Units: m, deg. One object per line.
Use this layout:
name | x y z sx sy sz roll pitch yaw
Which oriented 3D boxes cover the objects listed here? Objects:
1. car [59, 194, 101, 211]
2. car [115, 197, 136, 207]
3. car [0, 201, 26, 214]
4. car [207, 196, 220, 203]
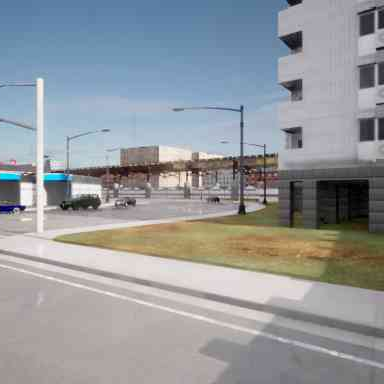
car | -14.044 1.234 42.216 2.150 2.045 5.566 0 0 29
car | -10.279 1.504 51.629 2.128 1.511 4.902 0 0 14
car | -19.680 1.613 33.896 1.895 1.301 4.718 0 0 37
car | 4.431 1.515 69.669 1.837 1.490 4.892 0 0 -12
